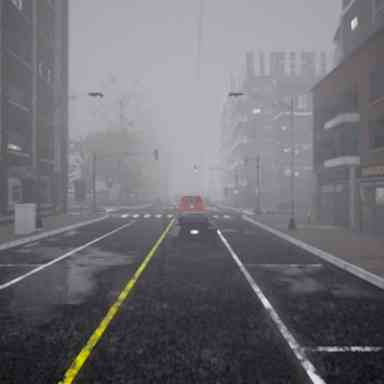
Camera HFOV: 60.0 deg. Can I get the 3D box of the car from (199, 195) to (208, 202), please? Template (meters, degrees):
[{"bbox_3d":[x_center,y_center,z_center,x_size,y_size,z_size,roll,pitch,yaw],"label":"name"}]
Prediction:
[{"bbox_3d":[2.709,1.619,79.297,1.967,1.590,4.097,0,0,0],"label":"car"}]

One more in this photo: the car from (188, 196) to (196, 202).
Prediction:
[{"bbox_3d":[0.018,1.751,85.874,1.994,1.385,4.181,0,0,0],"label":"car"}]

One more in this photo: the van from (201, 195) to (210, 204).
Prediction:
[{"bbox_3d":[2.708,1.484,68.037,1.690,1.788,3.998,0,0,0],"label":"van"}]

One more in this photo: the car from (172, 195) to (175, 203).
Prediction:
[{"bbox_3d":[-5.672,1.476,73.669,2.192,1.841,5.009,0,0,0],"label":"car"}]

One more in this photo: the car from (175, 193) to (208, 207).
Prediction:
[{"bbox_3d":[-0.188,1.269,29.700,2.150,2.045,5.566,0,0,-4],"label":"car"}]

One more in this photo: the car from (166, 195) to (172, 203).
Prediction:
[{"bbox_3d":[-5.673,1.668,67.868,1.752,1.417,4.829,0,0,0],"label":"car"}]

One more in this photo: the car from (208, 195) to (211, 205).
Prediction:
[{"bbox_3d":[2.706,1.671,62.405,1.887,1.381,4.507,0,0,0],"label":"car"}]

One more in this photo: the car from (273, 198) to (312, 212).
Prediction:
[{"bbox_3d":[13.475,1.677,44.451,5.009,1.841,2.192,1,-1,-1],"label":"car"}]

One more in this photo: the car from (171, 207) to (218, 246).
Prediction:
[{"bbox_3d":[0.103,1.585,15.411,1.994,1.385,4.181,0,0,0],"label":"car"}]

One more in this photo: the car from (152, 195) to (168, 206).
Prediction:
[{"bbox_3d":[-5.676,1.677,56.777,1.947,1.339,4.313,0,0,0],"label":"car"}]

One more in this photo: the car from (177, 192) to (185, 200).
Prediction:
[{"bbox_3d":[-2.981,1.154,90.475,2.150,2.045,5.566,0,0,0],"label":"car"}]

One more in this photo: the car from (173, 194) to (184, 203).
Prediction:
[{"bbox_3d":[-2.984,1.389,74.870,2.150,2.045,5.566,0,0,0],"label":"car"}]

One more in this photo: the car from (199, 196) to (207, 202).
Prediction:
[{"bbox_3d":[2.710,1.748,84.927,2.008,1.369,4.403,0,0,0],"label":"car"}]

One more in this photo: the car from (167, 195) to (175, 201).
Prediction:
[{"bbox_3d":[-5.669,1.658,90.560,1.967,1.590,4.097,0,0,0],"label":"car"}]
